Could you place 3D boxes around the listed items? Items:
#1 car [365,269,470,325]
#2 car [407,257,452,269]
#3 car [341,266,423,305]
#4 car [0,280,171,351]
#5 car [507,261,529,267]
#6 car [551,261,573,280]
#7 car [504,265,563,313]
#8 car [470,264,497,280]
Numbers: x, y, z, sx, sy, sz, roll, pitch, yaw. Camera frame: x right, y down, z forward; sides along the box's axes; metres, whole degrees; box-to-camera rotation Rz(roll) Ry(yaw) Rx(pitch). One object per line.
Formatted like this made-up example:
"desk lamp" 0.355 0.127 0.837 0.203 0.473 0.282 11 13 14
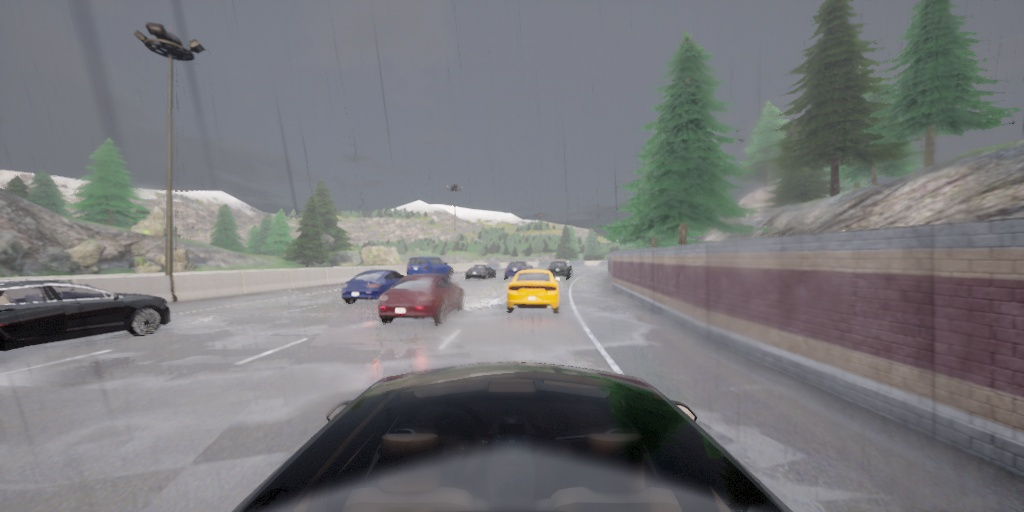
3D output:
"car" -2.842 1.323 11.998 1.812 1.442 4.674 0 0 4
"car" -7.017 1.106 30.939 2.150 2.045 5.566 0 0 12
"car" -5.896 1.340 16.358 1.812 1.442 4.674 0 0 6
"car" -10.136 1.257 7.589 2.128 1.511 4.902 0 0 2
"car" 0.786 1.259 33.341 2.097 1.767 4.553 0 0 14
"car" 4.658 1.269 34.369 2.097 1.767 4.553 0 0 15
"car" 0.932 1.292 14.562 1.882 1.535 5.008 0 0 6
"car" -2.803 1.467 33.392 1.994 1.385 4.181 0 0 14
